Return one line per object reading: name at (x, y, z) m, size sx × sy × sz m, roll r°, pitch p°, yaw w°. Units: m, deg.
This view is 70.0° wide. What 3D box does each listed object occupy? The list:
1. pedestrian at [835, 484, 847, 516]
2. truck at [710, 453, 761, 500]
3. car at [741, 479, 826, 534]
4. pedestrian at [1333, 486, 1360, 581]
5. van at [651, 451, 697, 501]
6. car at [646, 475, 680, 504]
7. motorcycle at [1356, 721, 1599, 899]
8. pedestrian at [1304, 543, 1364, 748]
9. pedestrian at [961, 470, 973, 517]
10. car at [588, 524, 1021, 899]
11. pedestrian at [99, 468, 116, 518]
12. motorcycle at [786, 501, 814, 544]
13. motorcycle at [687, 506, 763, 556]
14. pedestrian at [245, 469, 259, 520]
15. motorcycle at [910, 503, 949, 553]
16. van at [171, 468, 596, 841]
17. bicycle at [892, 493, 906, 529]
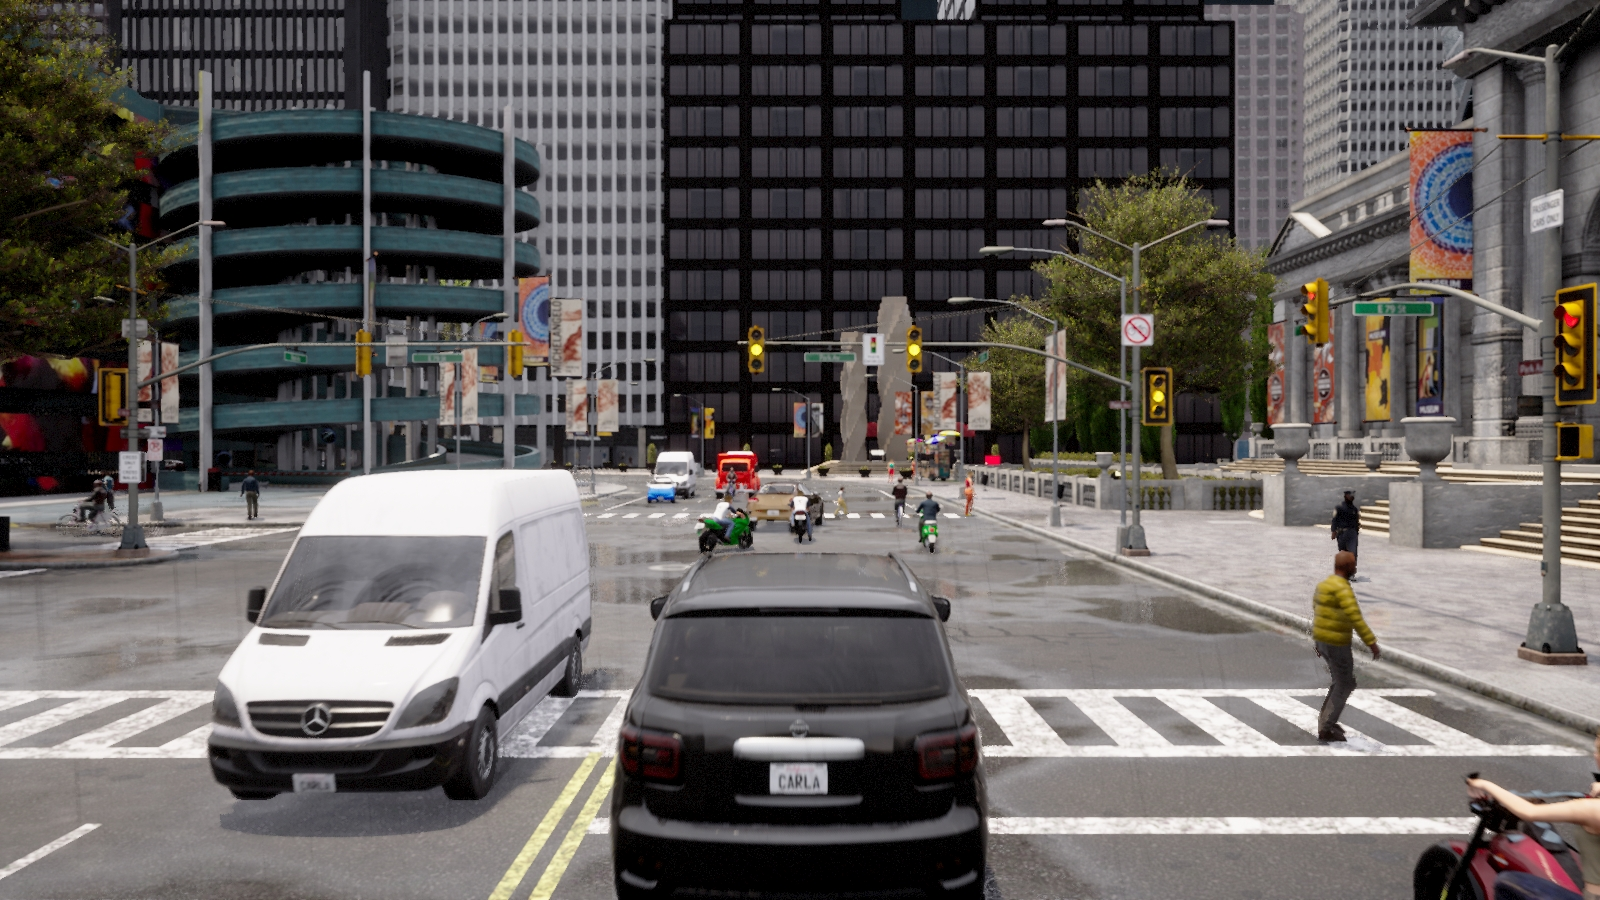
pedestrian at (1.677, 2.036, 46.743) m, size 0.375 × 1.300 × 0.375 m, roll 0°, pitch 0°, yaw -18°
truck at (-3.541, 1.441, 64.073) m, size 2.627 × 2.467 × 5.204 m, roll 0°, pitch 0°, yaw -1°
car at (-0.487, 1.912, 39.993) m, size 2.152 × 1.651 × 5.027 m, roll 0°, pitch 0°, yaw 9°
pedestrian at (10.823, 1.650, 22.627) m, size 0.375 × 1.860 × 0.375 m, roll 0°, pitch 0°, yaw 3°
van at (-7.042, 1.404, 64.168) m, size 1.988 × 2.561 × 5.915 m, roll 0°, pitch 1°, yaw -1°
car at (-6.988, 2.005, 58.266) m, size 1.481 × 1.376 × 2.207 m, roll 0°, pitch 0°, yaw 0°
motorcycle at (3.494, 2.157, 5.215) m, size 0.764 × 1.277 × 2.356 m, roll 0°, pitch 0°, yaw 0°
pedestrian at (5.036, 1.825, 10.775) m, size 0.375 × 1.860 × 0.375 m, roll 0°, pitch 0°, yaw -4°
pedestrian at (6.772, 1.757, 46.324) m, size 0.375 × 1.860 × 0.375 m, roll 0°, pitch 0°, yaw -16°
car at (0.031, 1.760, 8.467) m, size 2.150 × 2.045 × 5.566 m, roll 0°, pitch 0°, yaw 0°
pedestrian at (-26.058, 1.612, 42.980) m, size 0.375 × 1.860 × 0.375 m, roll 0°, pitch 0°, yaw 11°
motorcycle at (-0.007, 2.145, 34.195) m, size 0.803 × 1.145 × 2.033 m, roll 0°, pitch 1°, yaw 0°
motorcycle at (-1.990, 2.153, 30.663) m, size 0.803 × 1.145 × 2.033 m, roll 0°, pitch 1°, yaw 42°
pedestrian at (-19.969, 1.613, 41.632) m, size 0.375 × 1.860 × 0.375 m, roll 0°, pitch 0°, yaw -10°
motorcycle at (3.522, 2.119, 31.181) m, size 0.856 × 1.236 × 1.805 m, roll 0°, pitch 0°, yaw 0°
van at (-3.506, 1.510, 11.134) m, size 1.988 × 2.561 × 5.915 m, roll 0°, pitch 0°, yaw 0°
bicycle at (3.499, 2.130, 40.314) m, size 0.329 × 1.171 × 1.835 m, roll 0°, pitch 0°, yaw 0°
